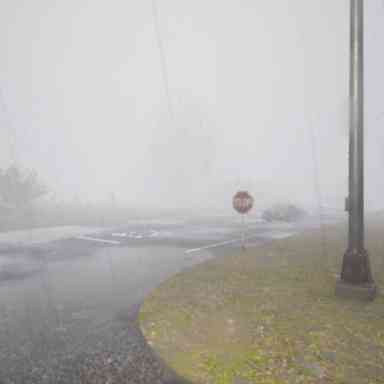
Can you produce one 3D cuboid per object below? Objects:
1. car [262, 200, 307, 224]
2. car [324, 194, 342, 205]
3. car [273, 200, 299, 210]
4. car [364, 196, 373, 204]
[{"bbox_3d":[7.286,1.637,25.889,2.033,1.411,5.357,0,0,37],"label":"car"},{"bbox_3d":[27.916,1.420,65.682,2.150,2.045,5.566,0,0,36],"label":"car"},{"bbox_3d":[12.881,1.729,45.289,1.895,1.301,4.718,0,0,36],"label":"car"},{"bbox_3d":[38.163,1.789,72.496,1.994,1.385,4.181,0,0,31],"label":"car"}]
